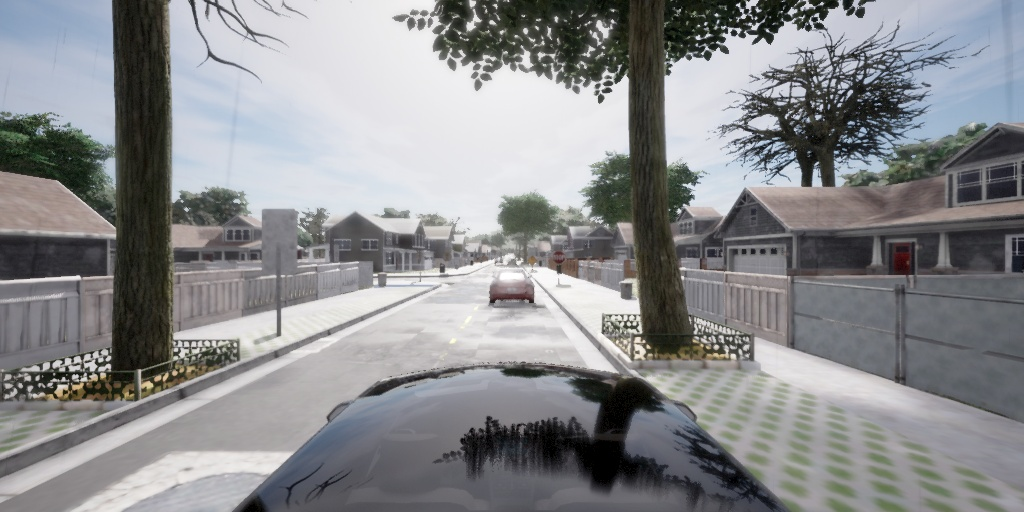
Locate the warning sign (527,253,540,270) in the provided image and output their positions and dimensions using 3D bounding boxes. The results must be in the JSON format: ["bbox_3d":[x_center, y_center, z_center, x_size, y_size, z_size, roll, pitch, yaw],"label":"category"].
[{"bbox_3d":[2.518,0.845,44.760,1.300,1.860,1.060,0,0,0],"label":"warning sign"}]

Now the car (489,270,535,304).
[{"bbox_3d":[0.000,1.321,16.501,1.994,1.385,4.181,0,0,0],"label":"car"}]
